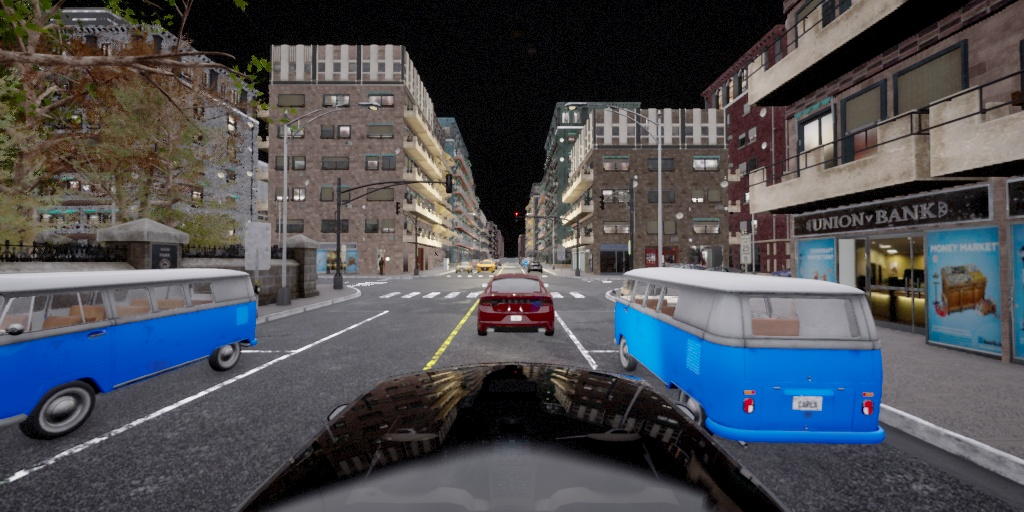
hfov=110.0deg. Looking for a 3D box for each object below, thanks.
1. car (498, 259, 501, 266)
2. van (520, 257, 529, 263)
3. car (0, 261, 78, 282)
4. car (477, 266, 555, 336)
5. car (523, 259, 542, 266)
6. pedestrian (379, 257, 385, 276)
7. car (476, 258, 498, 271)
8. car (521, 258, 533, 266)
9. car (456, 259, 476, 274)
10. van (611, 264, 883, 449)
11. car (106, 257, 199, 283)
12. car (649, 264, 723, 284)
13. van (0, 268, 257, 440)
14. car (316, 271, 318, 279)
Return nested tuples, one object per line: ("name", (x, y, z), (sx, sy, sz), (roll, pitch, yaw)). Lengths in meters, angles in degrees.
("car", (-3.096, 1.334, 54.347), (2.033, 1.411, 5.357), (0, 0, 0))
("van", (2.692, 1.132, 59.959), (1.690, 1.789, 3.998), (0, 0, 0))
("car", (-35.358, 1.102, 26.012), (5.357, 1.411, 2.033), (0, -1, 1))
("car", (0.098, 1.233, 10.447), (1.882, 1.535, 5.008), (0, 0, 0))
("car", (2.692, 1.344, 43.032), (1.948, 1.339, 4.313), (0, 0, 0))
("pedestrian", (-12.539, 0.979, 34.474), (0.375, 1.860, 0.375), (0, -1, 1))
("car", (-3.101, 1.256, 43.724), (1.882, 1.535, 5.008), (0, 0, 0))
("car", (2.692, 1.333, 48.674), (2.007, 1.370, 4.403), (0, 0, 0))
("car", (-5.688, 1.304, 42.862), (1.751, 1.417, 4.829), (0, 0, 0))
("van", (2.658, 1.093, 5.085), (1.690, 1.789, 3.998), (0, 0, 0))
("car", (-25.831, 0.957, 25.894), (4.553, 1.767, 2.097), (0, -1, 1))
("car", (13.791, 1.373, 28.627), (4.902, 1.511, 2.128), (0, -1, 1))
("van", (-5.656, 1.093, 5.087), (1.690, 1.789, 3.998), (0, 0, 0))
("car", (-16.604, 1.147, 25.781), (4.902, 1.511, 2.128), (0, -1, 1))
